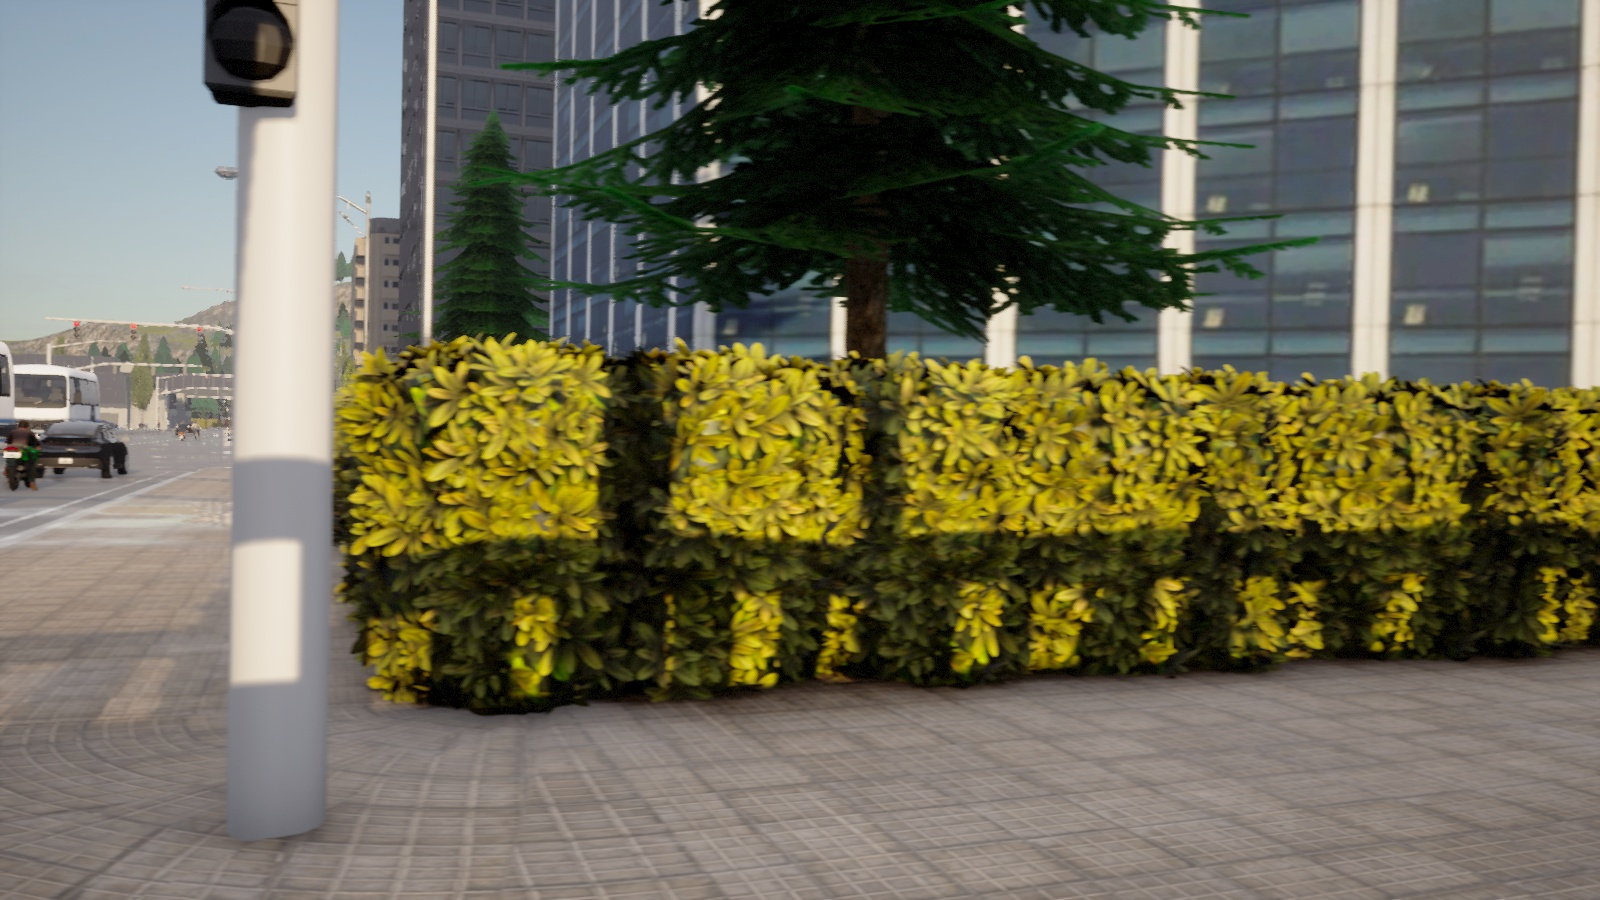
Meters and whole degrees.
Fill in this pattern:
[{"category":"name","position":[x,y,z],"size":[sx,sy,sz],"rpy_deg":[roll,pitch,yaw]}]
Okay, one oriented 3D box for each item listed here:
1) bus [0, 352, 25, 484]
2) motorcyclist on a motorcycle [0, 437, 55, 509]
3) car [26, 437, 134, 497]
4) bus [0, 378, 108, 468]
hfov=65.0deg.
[{"category":"bus","position":[-27.042,-1.005,36.855],"size":[3.944,4.253,10.273],"rpy_deg":[0,1,-11]},{"category":"motorcyclist on a motorcycle","position":[-16.992,0.474,27.524],"size":[0.797,1.523,2.044],"rpy_deg":[0,1,-21]},{"category":"car","position":[-19.634,0.409,34.438],"size":[1.837,1.490,4.892],"rpy_deg":[0,1,-21]},{"category":"bus","position":[-38.670,-1.357,64.610],"size":[3.944,4.253,10.273],"rpy_deg":[0,1,-21]}]
